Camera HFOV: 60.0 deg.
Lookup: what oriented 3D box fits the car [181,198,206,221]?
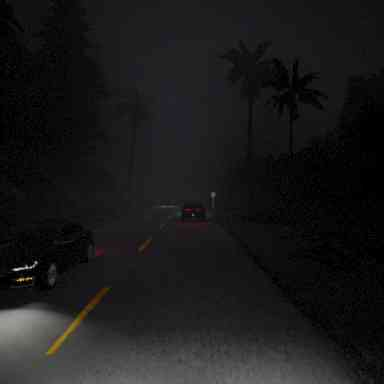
[{"bbox_3d":[0.106,1.508,27.055,2.128,1.511,4.902,0,0,0],"label":"car"}]

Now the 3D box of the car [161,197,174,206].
[{"bbox_3d":[-4.033,1.581,55.549,2.033,1.411,5.357,0,0,1],"label":"car"}]

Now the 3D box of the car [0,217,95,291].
[{"bbox_3d":[-4.098,1.512,9.103,1.837,1.490,4.892,0,0,0],"label":"car"}]
